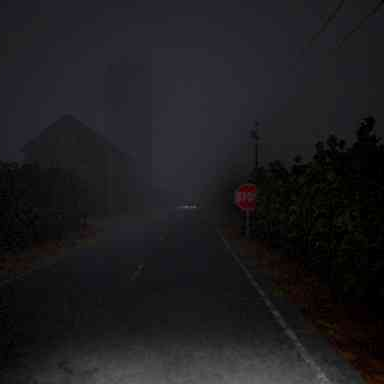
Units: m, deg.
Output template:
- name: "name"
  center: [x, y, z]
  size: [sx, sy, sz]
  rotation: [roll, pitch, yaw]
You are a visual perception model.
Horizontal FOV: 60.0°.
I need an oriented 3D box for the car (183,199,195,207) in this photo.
- name: "car"
  center: [-0.555, 2.164, 65.478]
  size: [1.994, 1.385, 4.181]
  rotation: [0, -1, 4]
